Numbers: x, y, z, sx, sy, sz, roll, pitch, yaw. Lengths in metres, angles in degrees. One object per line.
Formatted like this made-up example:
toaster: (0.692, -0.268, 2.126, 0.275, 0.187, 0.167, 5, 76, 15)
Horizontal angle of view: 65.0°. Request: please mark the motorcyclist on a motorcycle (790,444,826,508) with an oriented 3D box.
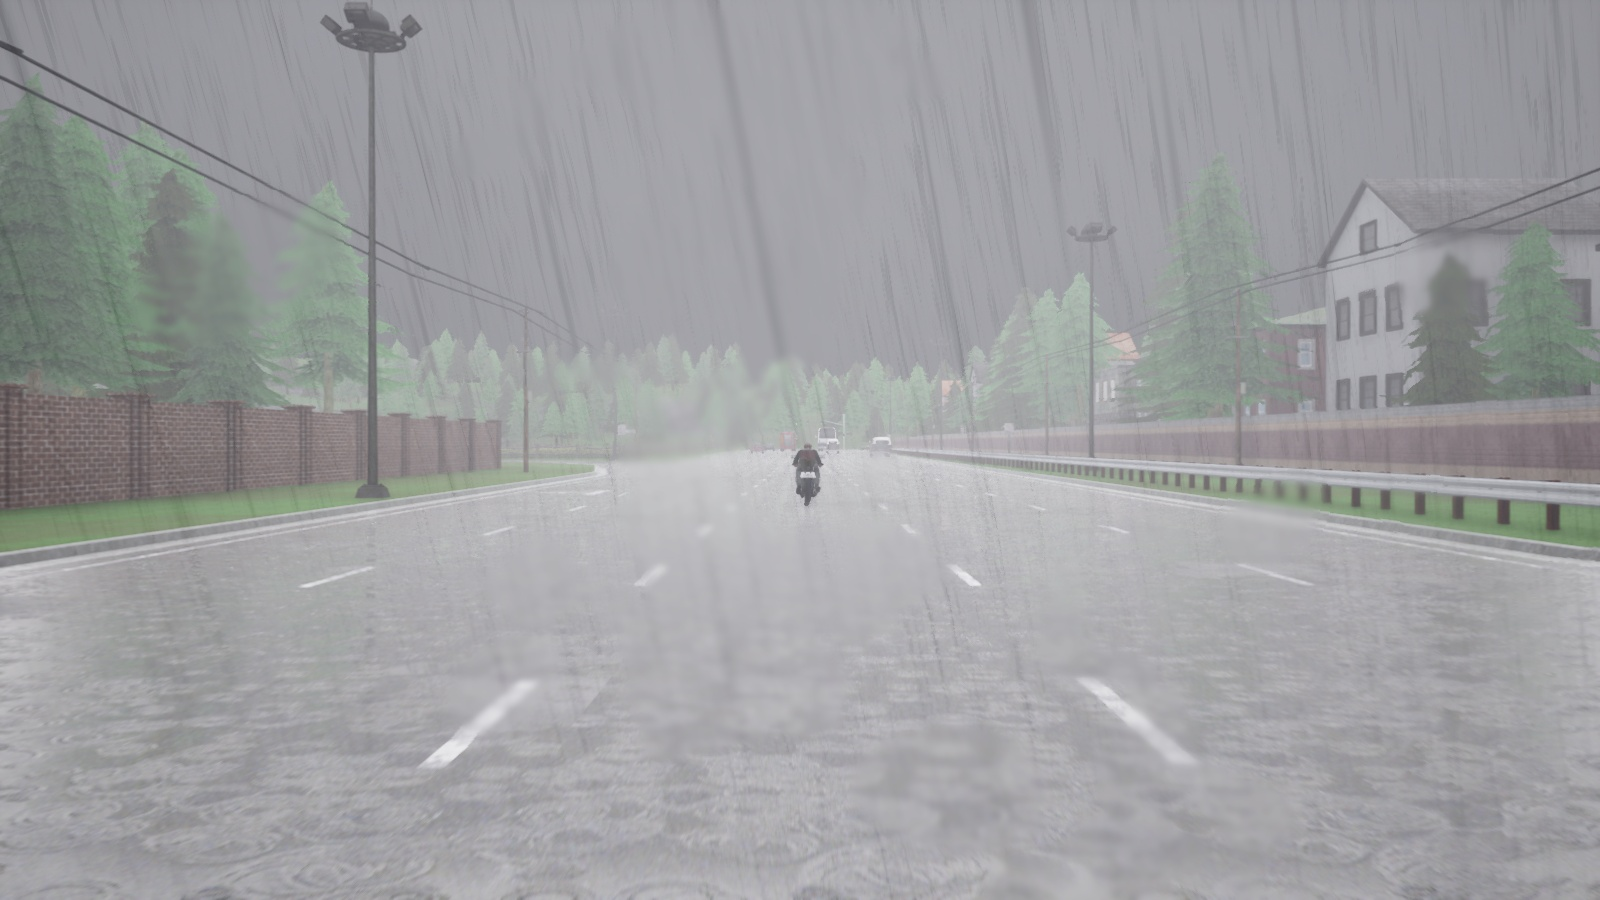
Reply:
motorcyclist on a motorcycle: (0.192, 0.607, 30.910, 0.866, 1.530, 2.191, 0, 0, 0)
